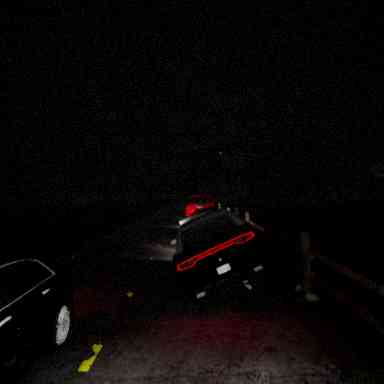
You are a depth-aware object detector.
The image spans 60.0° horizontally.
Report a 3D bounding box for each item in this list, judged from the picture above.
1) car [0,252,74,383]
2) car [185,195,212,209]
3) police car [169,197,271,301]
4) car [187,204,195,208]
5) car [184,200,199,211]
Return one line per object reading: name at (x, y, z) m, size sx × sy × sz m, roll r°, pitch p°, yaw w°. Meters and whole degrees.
car at (-2.756, 1.513, 3.400) m, size 1.837 × 1.490 × 4.892 m, roll 0°, pitch 0°, yaw 0°
car at (0.681, 1.283, 24.443) m, size 2.150 × 2.045 × 5.566 m, roll -3°, pitch -2°, yaw 3°
police car at (0.486, 1.226, 8.620) m, size 1.930 × 1.638 × 5.238 m, roll -25°, pitch 0°, yaw 0°
car at (0.795, 1.603, 18.500) m, size 1.812 × 1.442 × 4.674 m, roll 0°, pitch 0°, yaw 0°
car at (-0.065, 1.815, 46.434) m, size 2.033 × 1.411 × 5.357 m, roll 0°, pitch -1°, yaw 0°
